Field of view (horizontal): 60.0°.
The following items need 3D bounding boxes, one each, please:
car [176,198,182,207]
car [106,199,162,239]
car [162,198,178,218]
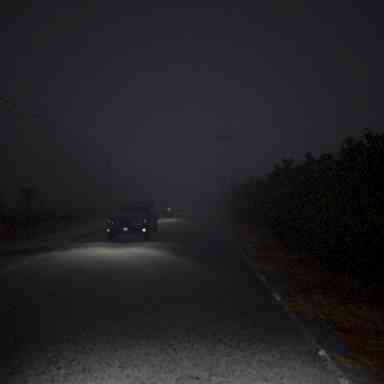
[{"bbox_3d":[-2.570,1.677,50.907,2.097,1.767,4.553,0,-1,2],"label":"car"},{"bbox_3d":[-3.267,1.486,19.279,2.150,2.045,5.566,0,0,1],"label":"car"},{"bbox_3d":[-2.993,1.825,35.331,2.097,1.767,4.553,0,-1,1],"label":"car"}]
